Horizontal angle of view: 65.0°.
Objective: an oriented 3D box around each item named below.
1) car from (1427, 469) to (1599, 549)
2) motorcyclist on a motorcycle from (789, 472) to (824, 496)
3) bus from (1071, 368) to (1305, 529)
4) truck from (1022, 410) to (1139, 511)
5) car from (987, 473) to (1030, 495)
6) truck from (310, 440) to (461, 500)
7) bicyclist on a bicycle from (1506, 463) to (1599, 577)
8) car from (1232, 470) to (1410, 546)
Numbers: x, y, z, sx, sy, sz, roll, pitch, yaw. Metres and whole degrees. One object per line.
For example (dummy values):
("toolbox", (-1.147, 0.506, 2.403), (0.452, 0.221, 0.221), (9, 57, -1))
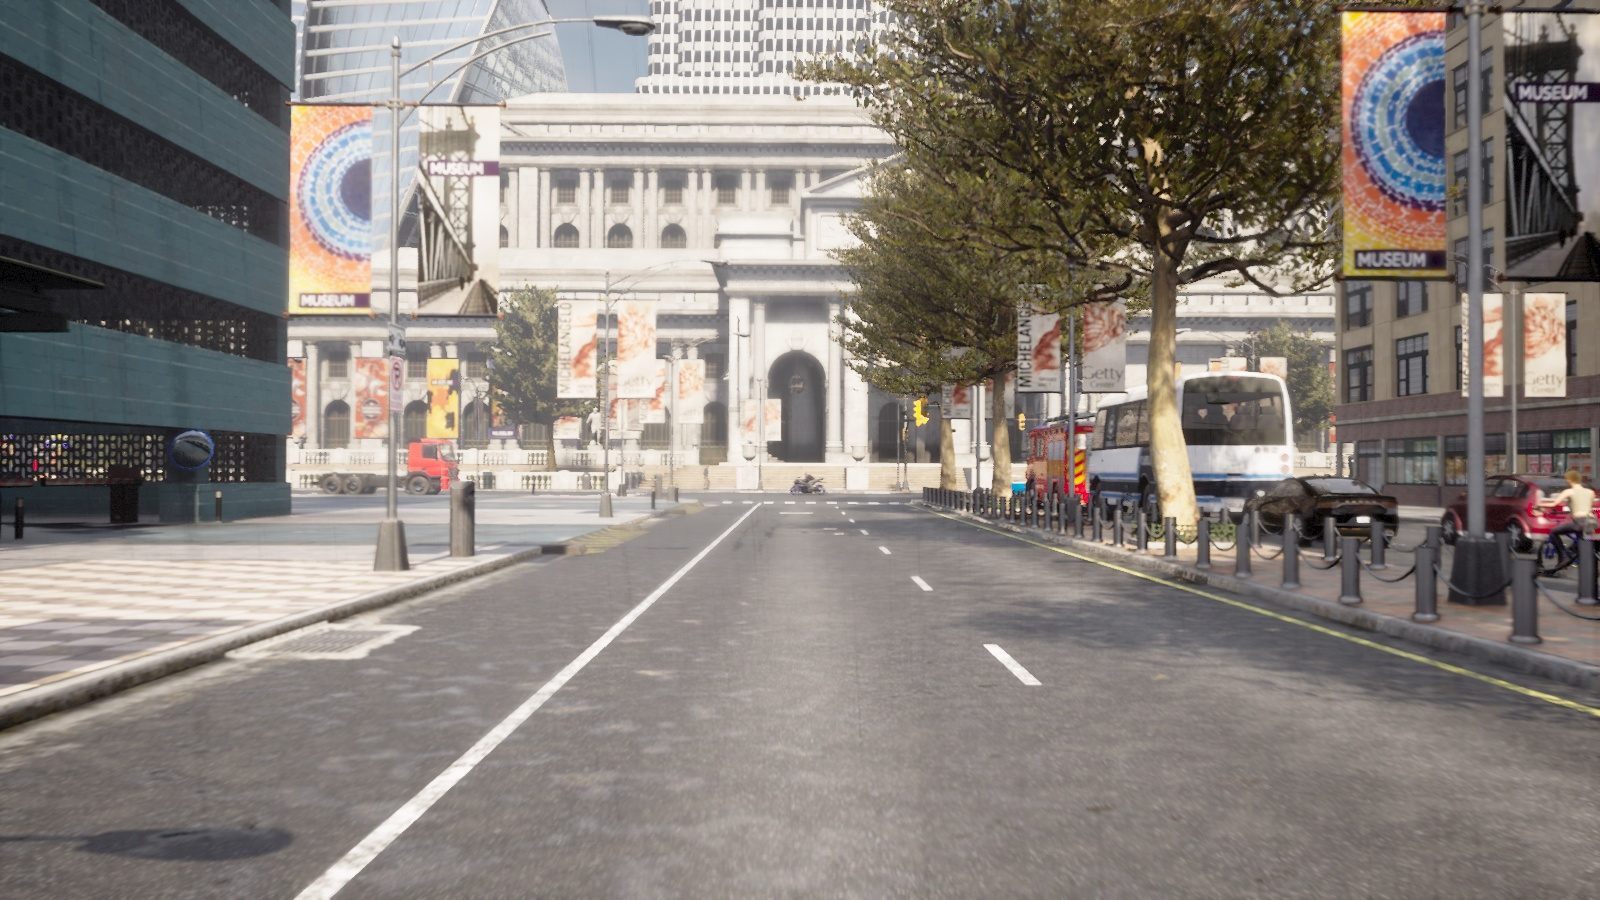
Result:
("car", (14.936, 1.173, 26.238), (1.789, 1.549, 3.705), (0, -1, 0))
("motorcyclist on a motorcycle", (0.414, 2.200, 80.754), (2.191, 1.530, 0.866), (0, -1, 0))
("bus", (11.401, 0.037, 38.490), (3.944, 4.253, 10.273), (0, -1, 0))
("truck", (11.323, 0.468, 51.573), (2.891, 3.827, 8.468), (0, -1, 0))
("car", (13.042, 2.132, 78.543), (2.207, 1.376, 1.481), (1, -1, -24))
("truck", (-24.263, 1.165, 73.802), (7.936, 3.462, 2.891), (0, -1, 0))
("bicyclist on a bicycle", (11.462, 1.020, 18.837), (0.866, 1.612, 1.509), (0, 0, 0))
("car", (11.433, 1.215, 27.988), (1.882, 1.535, 5.008), (0, -1, 0))
